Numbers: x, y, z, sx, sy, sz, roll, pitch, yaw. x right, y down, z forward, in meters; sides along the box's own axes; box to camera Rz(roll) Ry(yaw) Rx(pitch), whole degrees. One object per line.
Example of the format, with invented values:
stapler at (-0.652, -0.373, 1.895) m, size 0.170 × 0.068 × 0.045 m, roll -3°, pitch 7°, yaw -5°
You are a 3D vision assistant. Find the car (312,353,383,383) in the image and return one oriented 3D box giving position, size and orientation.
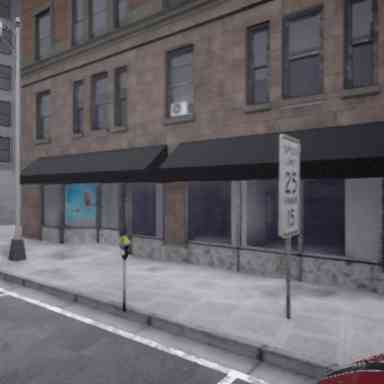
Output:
car at (2.294, 1.443, 1.212) m, size 4.097 × 1.590 × 1.967 m, roll 0°, pitch 0°, yaw 36°
